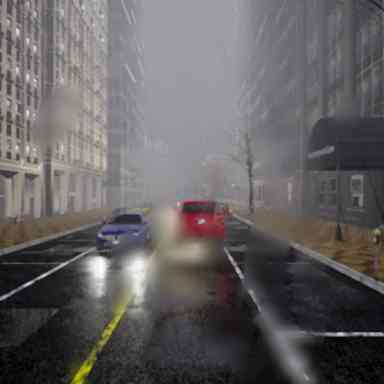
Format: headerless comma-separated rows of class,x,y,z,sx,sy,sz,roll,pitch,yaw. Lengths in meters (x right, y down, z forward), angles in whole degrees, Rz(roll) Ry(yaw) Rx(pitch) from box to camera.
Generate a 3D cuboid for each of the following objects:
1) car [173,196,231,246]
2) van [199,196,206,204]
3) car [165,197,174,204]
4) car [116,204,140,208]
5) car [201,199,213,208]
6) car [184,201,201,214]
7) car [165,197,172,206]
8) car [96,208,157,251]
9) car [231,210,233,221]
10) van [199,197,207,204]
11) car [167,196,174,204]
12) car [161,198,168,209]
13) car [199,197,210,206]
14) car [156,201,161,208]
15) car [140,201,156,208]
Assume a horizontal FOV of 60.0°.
car,0.283,1.359,16.346,2.150,2.045,5.566,0,0,-3
van,2.561,2.037,85.675,1.690,1.788,3.998,0,0,0
car,-5.319,2.092,80.126,1.967,1.590,4.097,0,0,0
car,-5.318,1.788,24.652,1.802,1.307,4.206,0,0,0
car,2.562,2.003,58.107,1.752,1.417,4.829,0,0,0
car,0.098,1.906,41.263,1.994,1.385,4.181,0,0,0
car,-5.319,2.065,63.484,1.887,1.381,4.507,0,0,0
car,-2.851,1.650,14.818,1.812,1.442,4.674,0,0,0
car,2.562,1.692,30.201,1.967,1.590,4.097,0,0,0
van,2.561,1.993,80.127,1.690,1.788,3.998,0,0,0
car,-5.319,1.923,74.580,2.192,1.841,5.009,0,0,0
car,-5.318,2.013,52.389,1.802,1.307,4.206,0,0,0
car,2.566,1.880,69.031,2.192,1.841,5.009,0,0,0
car,-5.318,1.908,41.294,1.947,1.339,4.313,0,0,0
car,-5.318,1.821,35.577,1.752,1.417,4.829,0,0,0
